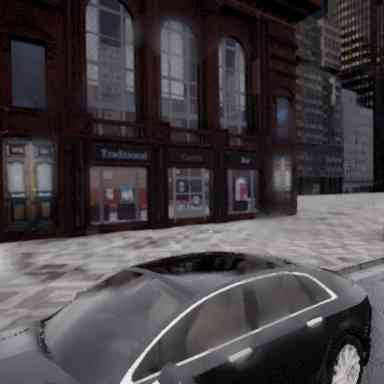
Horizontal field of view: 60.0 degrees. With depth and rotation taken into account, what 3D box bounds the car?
[{"bbox_3d":[-0.083,1.471,3.320,4.892,1.490,1.837,-1,1,-36],"label":"car"}]
